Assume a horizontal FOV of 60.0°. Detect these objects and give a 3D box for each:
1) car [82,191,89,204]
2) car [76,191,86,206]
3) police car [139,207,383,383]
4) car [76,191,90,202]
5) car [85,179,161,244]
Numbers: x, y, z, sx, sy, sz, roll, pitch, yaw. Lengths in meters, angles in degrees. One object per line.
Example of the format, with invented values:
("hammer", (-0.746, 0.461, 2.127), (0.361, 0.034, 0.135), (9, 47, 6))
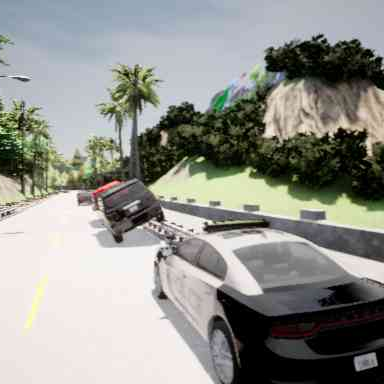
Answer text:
("car", (-4.982, 0.569, 20.252), (2.150, 2.045, 5.566), (-29, 10, -17))
("car", (-12.981, 0.830, 40.619), (1.837, 1.490, 4.892), (-2, 2, -19))
("police car", (0.664, 1.258, 5.375), (1.930, 1.638, 5.238), (-2, 2, -20))
("car", (-16.842, 0.638, 51.414), (1.882, 1.535, 5.008), (-2, 2, -19))
("car", (-2.973, 0.656, 14.597), (2.150, 2.045, 5.566), (-28, 10, -17))
